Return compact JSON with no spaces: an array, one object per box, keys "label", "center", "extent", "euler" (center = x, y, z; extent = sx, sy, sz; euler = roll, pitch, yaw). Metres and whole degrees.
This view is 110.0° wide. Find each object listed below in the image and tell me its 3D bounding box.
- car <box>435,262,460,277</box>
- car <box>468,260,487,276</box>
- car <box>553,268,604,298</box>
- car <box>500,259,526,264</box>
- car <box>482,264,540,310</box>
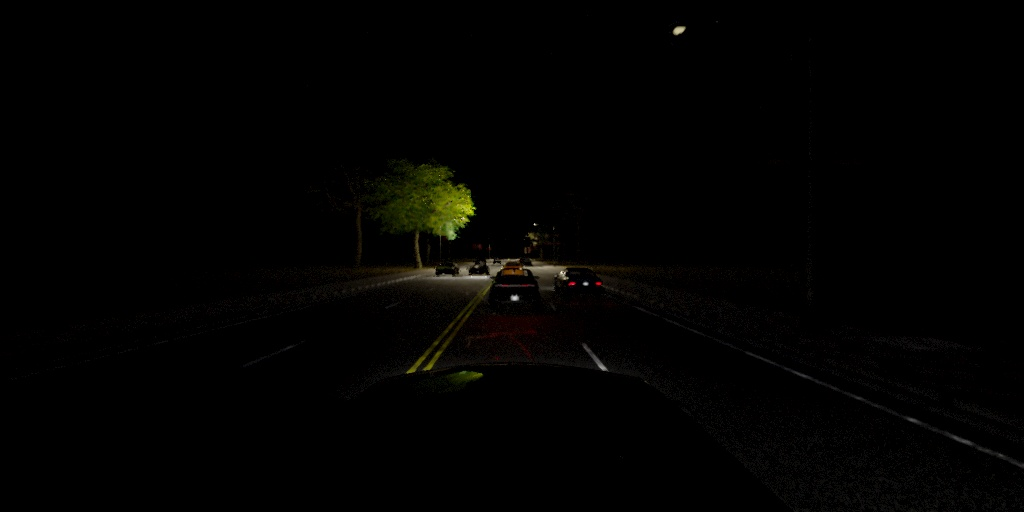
[{"label":"car","center":[-6.586,1.354,37.094],"extent":[2.033,1.411,5.357],"euler":[0,0,0]},{"label":"car","center":[-3.334,1.370,37.168],"extent":[1.994,1.385,4.181],"euler":[0,0,0]},{"label":"car","center":[3.349,1.322,18.819],"extent":[2.033,1.411,5.357],"euler":[0,0,0]},{"label":"car","center":[0.100,1.278,33.725],"extent":[1.882,1.535,5.008],"euler":[0,0,0]},{"label":"car","center":[0.099,1.259,14.956],"extent":[2.128,1.511,4.902],"euler":[0,0,0]}]
